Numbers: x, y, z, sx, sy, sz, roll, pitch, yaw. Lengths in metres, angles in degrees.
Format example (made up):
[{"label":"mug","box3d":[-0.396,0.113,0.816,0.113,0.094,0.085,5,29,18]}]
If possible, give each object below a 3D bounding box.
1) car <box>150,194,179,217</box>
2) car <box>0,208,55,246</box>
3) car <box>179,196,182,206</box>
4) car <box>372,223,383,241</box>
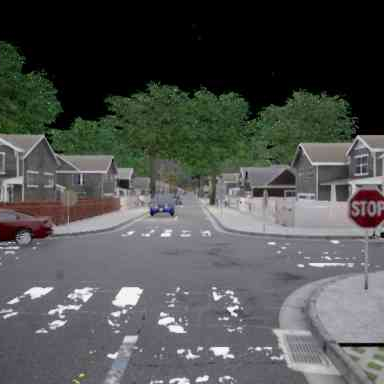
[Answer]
[{"label":"car","box3d":[-2.746,1.220,32.152,2.150,2.045,5.566,0,0,0]},{"label":"car","box3d":[-8.619,1.467,14.332,5.008,1.535,1.882,0,1,-15]},{"label":"car","box3d":[-2.744,1.370,56.234,2.097,1.767,4.553,0,0,0]},{"label":"car","box3d":[10.164,1.475,13.823,4.902,1.511,2.128,0,0,0]}]
